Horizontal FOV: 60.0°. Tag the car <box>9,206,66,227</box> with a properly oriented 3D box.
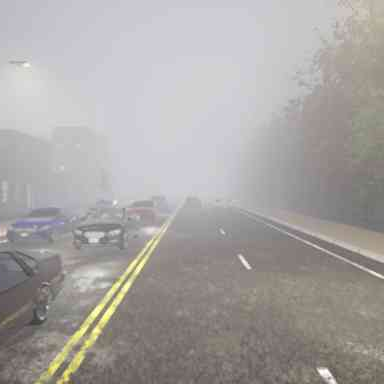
[{"bbox_3d":[-6.607,1.399,15.408,1.812,1.442,4.674,0,0,0],"label":"car"}]

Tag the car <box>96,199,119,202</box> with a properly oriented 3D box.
[{"bbox_3d":[-6.594,1.282,25.535,2.128,1.511,4.902,0,0,0],"label":"car"}]

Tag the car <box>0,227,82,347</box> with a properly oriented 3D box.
[{"bbox_3d":[-3.354,1.512,4.230,2.033,1.411,5.357,0,0,0],"label":"car"}]

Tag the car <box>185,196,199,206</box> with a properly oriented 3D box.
[{"bbox_3d":[-0.011,1.206,47.896,1.895,1.301,4.718,0,1,0],"label":"car"}]

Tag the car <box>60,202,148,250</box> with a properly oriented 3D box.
[{"bbox_3d":[-3.353,1.377,13.842,2.128,1.511,4.902,0,0,0],"label":"car"}]

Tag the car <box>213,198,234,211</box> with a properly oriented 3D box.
[{"bbox_3d":[3.332,1.304,36.048,1.895,1.301,4.718,0,0,0],"label":"car"}]

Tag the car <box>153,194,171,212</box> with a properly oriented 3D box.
[{"bbox_3d":[-3.317,1.076,33.548,2.097,1.767,4.553,0,0,0],"label":"car"}]

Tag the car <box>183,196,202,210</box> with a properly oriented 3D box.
[{"bbox_3d":[0.086,1.175,36.778,1.882,1.535,5.008,0,0,0],"label":"car"}]

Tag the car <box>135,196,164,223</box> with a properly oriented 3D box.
[{"bbox_3d":[-3.351,1.284,23.483,1.882,1.535,5.008,0,0,0],"label":"car"}]
